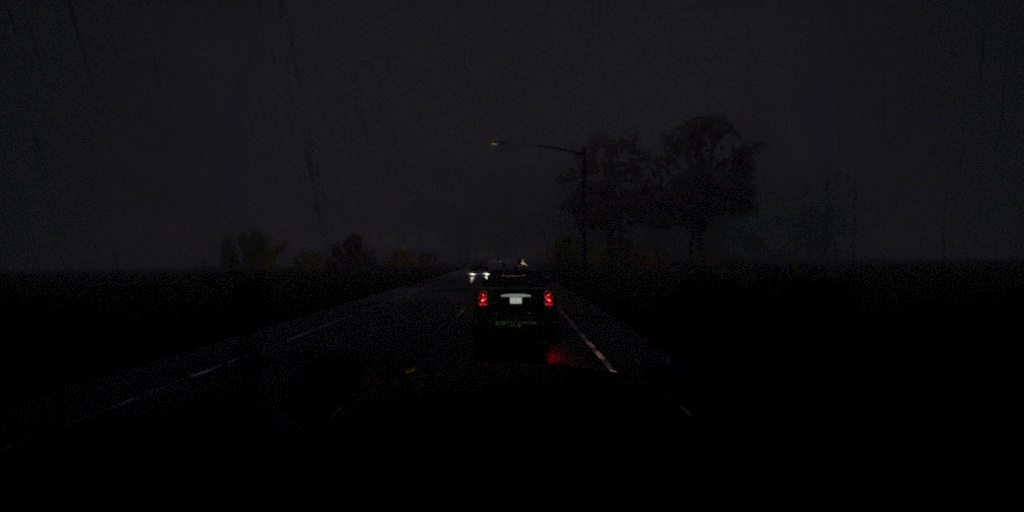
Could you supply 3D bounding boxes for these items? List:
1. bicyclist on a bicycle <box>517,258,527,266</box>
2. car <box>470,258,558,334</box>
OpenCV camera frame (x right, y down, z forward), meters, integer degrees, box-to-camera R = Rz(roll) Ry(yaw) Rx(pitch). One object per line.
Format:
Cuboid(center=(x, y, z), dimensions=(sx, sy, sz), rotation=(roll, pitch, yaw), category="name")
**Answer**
Cuboid(center=(0.923, 1.067, 31.137), dimensions=(0.866, 1.612, 1.509), rotation=(0, 0, 0), category="bicyclist on a bicycle")
Cuboid(center=(0.091, 1.067, 10.642), dimensions=(2.097, 1.767, 4.553), rotation=(0, 0, 0), category="car")
